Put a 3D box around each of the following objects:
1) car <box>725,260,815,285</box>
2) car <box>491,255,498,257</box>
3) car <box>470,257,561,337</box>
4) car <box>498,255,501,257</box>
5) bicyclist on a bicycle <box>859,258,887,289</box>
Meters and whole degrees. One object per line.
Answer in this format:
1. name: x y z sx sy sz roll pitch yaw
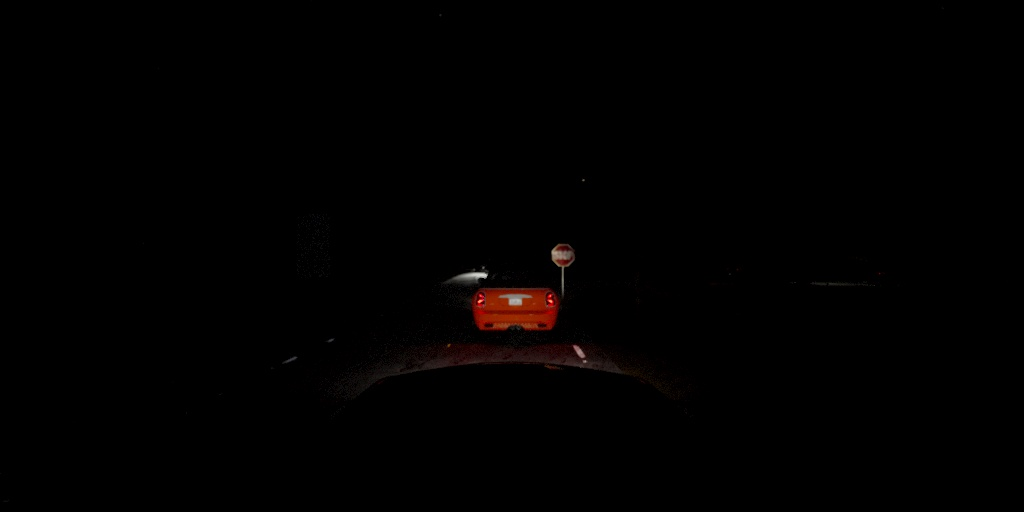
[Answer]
1. car: 16.351 0.996 22.790 5.008 1.535 1.882 0 -1 1
2. car: -2.923 0.905 39.033 2.128 1.511 4.902 0 0 0
3. car: 0.078 1.015 10.130 2.097 1.767 4.553 0 1 0
4. car: -2.934 0.925 49.238 1.994 1.385 4.181 0 0 0
5. bicyclist on a bicycle: 19.876 0.959 19.693 0.582 1.620 1.656 0 1 0
